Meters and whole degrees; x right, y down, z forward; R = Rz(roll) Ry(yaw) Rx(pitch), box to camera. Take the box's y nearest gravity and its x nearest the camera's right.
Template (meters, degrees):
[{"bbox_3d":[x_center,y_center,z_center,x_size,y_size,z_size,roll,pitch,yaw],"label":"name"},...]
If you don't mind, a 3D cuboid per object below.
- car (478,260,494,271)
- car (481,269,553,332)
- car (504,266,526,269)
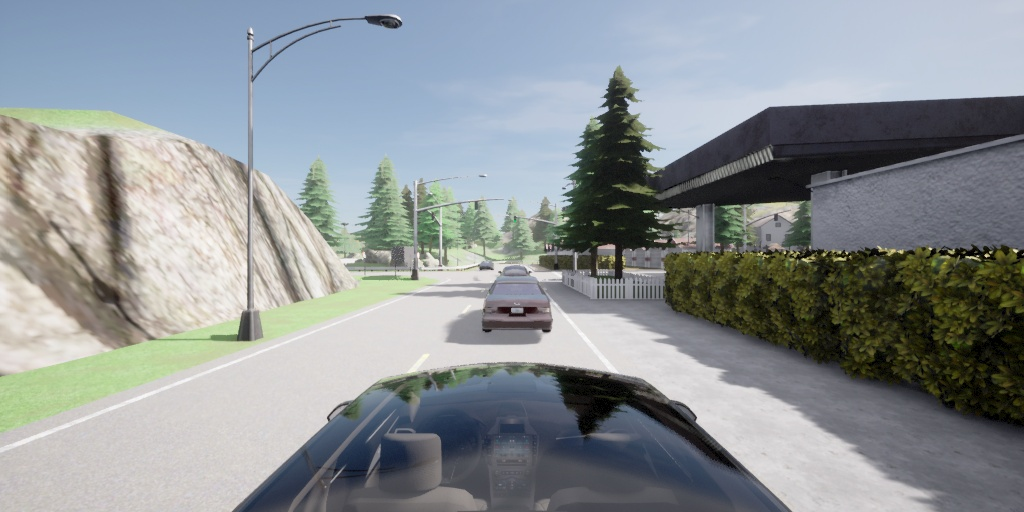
[{"bbox_3d":[-3.410,1.297,48.384,2.033,1.411,5.357,0,0,0],"label":"car"},{"bbox_3d":[0.132,1.298,10.777,2.033,1.411,5.357,0,0,0],"label":"car"},{"bbox_3d":[0.175,1.276,20.684,1.812,1.442,4.674,0,0,0],"label":"car"}]
